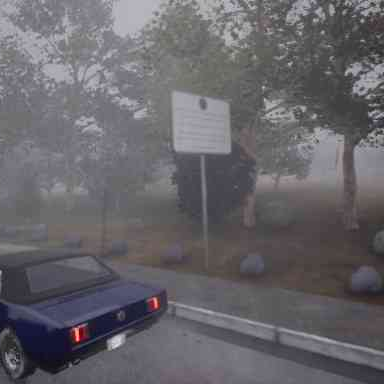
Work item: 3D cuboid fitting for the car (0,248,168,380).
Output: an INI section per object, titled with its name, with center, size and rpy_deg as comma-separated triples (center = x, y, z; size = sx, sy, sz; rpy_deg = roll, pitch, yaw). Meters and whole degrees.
[car]
center = -2.765, 1.638, 5.544
size = 4.718, 1.301, 1.895
rpy_deg = 0, 0, 36
